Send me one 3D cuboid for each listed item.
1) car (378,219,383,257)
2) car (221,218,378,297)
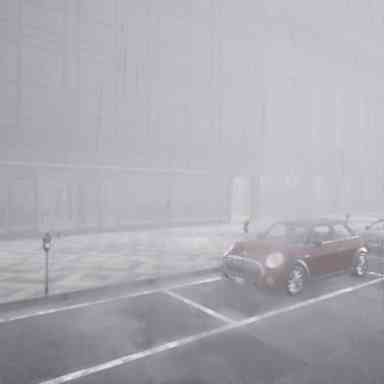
[{"bbox_3d":[7.274,1.590,11.831,4.206,1.307,1.802,0,0,-35],"label":"car"},{"bbox_3d":[2.685,1.444,8.558,4.097,1.590,1.967,0,0,-35],"label":"car"}]
